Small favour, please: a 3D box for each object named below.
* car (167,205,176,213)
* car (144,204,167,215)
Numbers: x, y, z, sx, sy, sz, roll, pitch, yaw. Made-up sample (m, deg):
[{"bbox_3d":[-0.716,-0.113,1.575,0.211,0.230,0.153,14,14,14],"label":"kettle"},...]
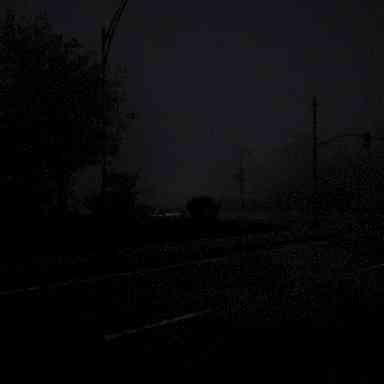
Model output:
[{"bbox_3d":[-4.121,2.682,50.984,1.895,1.301,4.718,-1,-3,-32],"label":"car"},{"bbox_3d":[-5.995,2.495,47.398,2.128,1.511,4.902,-1,-3,-32],"label":"car"}]
